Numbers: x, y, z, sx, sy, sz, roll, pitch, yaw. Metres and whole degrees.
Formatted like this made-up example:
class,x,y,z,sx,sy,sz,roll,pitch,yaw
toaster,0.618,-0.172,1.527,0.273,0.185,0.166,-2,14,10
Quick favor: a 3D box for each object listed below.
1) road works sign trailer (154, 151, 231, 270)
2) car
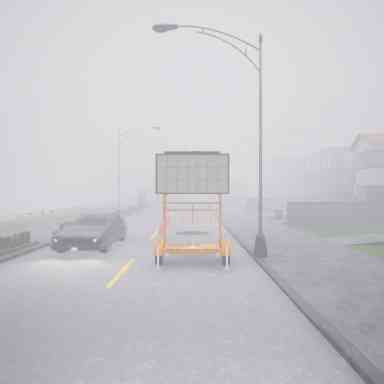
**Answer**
class,x,y,z,sx,sy,sz,roll,pitch,yaw
road works sign trailer,0.016,0.464,10.994,2.380,3.560,2.880,0,0,0
car,-3.980,1.547,13.889,2.033,1.411,5.357,0,0,0
